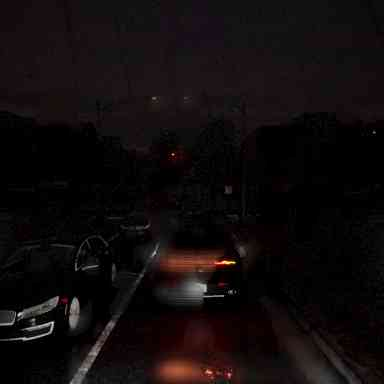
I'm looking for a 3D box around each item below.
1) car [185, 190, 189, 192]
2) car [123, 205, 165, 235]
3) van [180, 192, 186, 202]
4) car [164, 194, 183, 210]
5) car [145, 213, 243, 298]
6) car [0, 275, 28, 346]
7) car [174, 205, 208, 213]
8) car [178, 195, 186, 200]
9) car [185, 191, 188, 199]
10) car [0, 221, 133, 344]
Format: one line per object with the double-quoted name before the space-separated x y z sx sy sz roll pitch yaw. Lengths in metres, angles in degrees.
"car" -2.517 1.146 94.056 2.192 1.841 5.009 -1 1 0
"car" -2.633 1.584 17.410 1.802 1.307 4.206 -2 0 0
"van" -2.564 1.369 66.343 1.690 1.788 3.998 -1 0 0
"car" -2.599 1.490 44.187 1.967 1.590 4.097 -2 0 0
"car" 0.116 1.503 8.466 1.837 1.490 4.892 0 0 0
"car" -2.657 1.550 1.066 2.008 1.369 4.403 -2 0 0
"car" 0.157 1.604 18.597 1.895 1.301 4.718 0 0 1
"car" -2.523 1.443 88.507 2.008 1.369 4.403 -1 0 0
"car" -2.557 1.318 71.886 2.192 1.841 5.009 -1 0 0
"car" -2.650 1.549 6.515 2.008 1.369 4.403 -2 0 0
